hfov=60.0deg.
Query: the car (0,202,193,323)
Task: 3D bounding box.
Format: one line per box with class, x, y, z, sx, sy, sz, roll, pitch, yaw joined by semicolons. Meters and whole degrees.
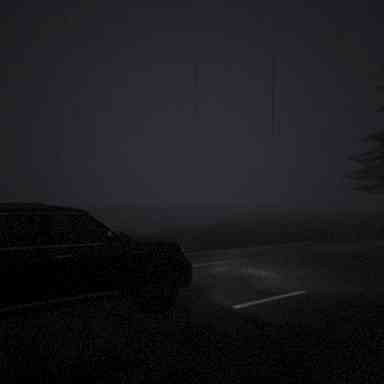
car;-2.670;1.212;5.999;5.566;2.045;2.150;0;0;-34
